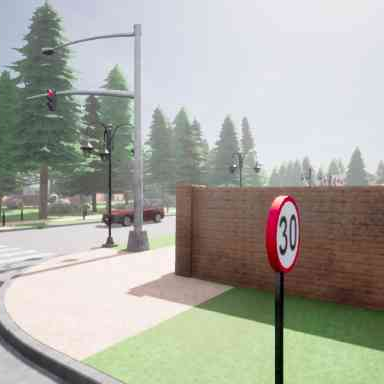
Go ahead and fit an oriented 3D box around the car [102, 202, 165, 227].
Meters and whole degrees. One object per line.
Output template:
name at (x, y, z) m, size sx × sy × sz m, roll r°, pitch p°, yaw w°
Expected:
car at (-3.991, 1.464, 23.142) m, size 1.882 × 1.535 × 5.008 m, roll 0°, pitch 0°, yaw 35°
